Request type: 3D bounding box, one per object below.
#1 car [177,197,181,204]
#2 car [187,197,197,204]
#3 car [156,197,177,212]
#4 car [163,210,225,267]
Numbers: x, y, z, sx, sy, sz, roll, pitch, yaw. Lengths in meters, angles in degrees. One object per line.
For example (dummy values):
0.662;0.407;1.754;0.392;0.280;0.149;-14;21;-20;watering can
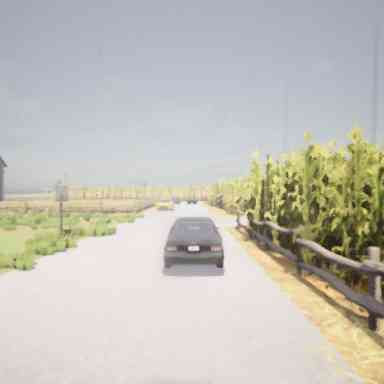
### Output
-3.110;1.585;62.610;2.033;1.411;5.357;0;0;0;car
-0.008;1.639;62.687;1.895;1.301;4.718;0;0;0;car
-3.201;1.502;39.930;1.882;1.535;5.008;0;0;0;car
0.065;1.555;11.404;2.033;1.411;5.357;0;0;0;car
